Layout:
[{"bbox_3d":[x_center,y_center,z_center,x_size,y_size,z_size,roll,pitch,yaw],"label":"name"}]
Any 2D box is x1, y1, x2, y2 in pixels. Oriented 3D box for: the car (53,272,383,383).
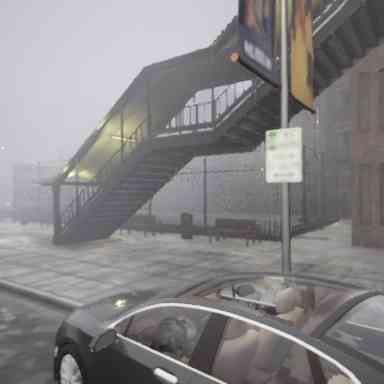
[{"bbox_3d":[0.465,1.492,2.930,2.231,1.521,4.892,0,0,-45],"label":"car"}]
